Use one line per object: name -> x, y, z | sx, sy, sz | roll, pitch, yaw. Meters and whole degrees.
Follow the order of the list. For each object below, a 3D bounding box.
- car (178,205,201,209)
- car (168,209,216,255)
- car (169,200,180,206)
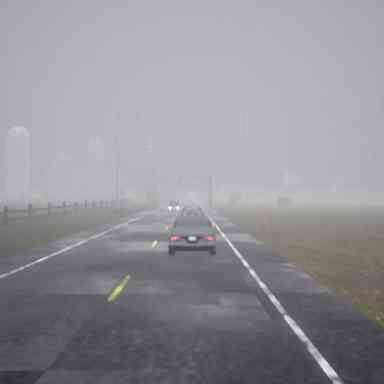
car -> 0.023, 1.866, 29.100 | 1.895, 1.301, 4.718 | 0, 0, 0
car -> 0.011, 1.678, 13.982 | 2.033, 1.411, 5.357 | 0, 0, 0
car -> -3.453, 2.171, 65.622 | 1.895, 1.301, 4.718 | 0, -1, 0
